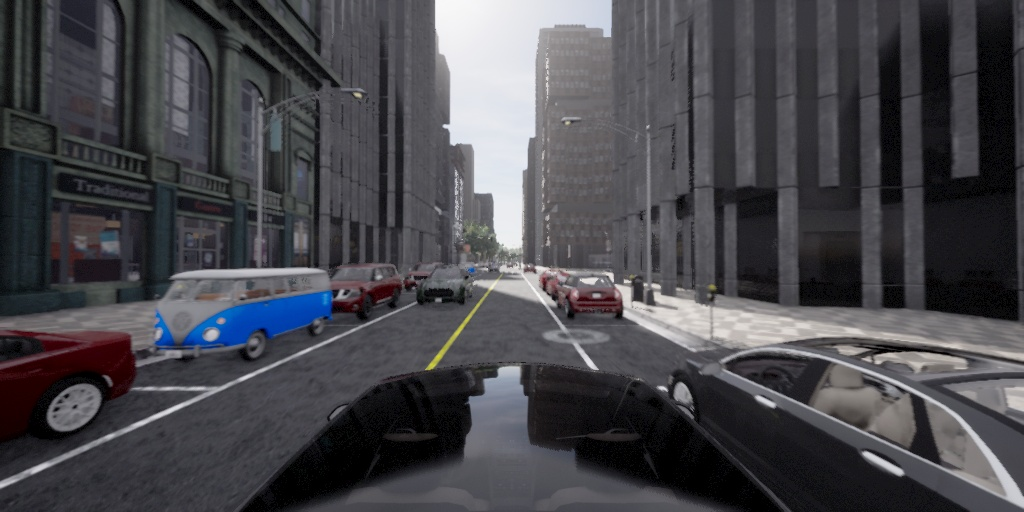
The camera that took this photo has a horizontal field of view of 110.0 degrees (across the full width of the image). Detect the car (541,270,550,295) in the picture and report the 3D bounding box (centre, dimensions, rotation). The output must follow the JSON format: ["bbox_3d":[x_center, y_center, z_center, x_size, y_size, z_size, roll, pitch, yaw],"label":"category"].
[{"bbox_3d":[2.767,1.556,19.081,1.802,1.307,4.207,0,0,0],"label":"car"}]

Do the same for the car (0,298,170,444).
[{"bbox_3d":[-5.763,1.309,2.755,1.888,1.381,4.507,0,0,0],"label":"car"}]

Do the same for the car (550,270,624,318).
[{"bbox_3d":[2.766,1.343,13.640,1.967,1.591,4.097,0,0,0],"label":"car"}]

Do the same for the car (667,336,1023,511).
[{"bbox_3d":[2.763,1.314,2.760,2.007,1.370,4.403,0,0,0],"label":"car"}]

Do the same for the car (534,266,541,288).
[{"bbox_3d":[2.769,1.589,24.520,1.888,1.381,4.507,0,0,0],"label":"car"}]

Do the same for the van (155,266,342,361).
[{"bbox_3d":[-5.761,1.175,8.196,1.690,1.789,3.998,0,0,0],"label":"van"}]

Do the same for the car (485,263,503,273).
[{"bbox_3d":[-2.983,2.241,60.519,1.895,1.301,4.718,0,-1,0],"label":"car"}]

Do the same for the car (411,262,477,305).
[{"bbox_3d":[-3.096,1.304,17.360,2.097,1.767,4.553,0,-1,0],"label":"car"}]

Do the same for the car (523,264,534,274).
[{"bbox_3d":[2.778,1.962,57.158,1.967,1.591,4.097,0,0,0],"label":"car"}]

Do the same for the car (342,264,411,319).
[{"bbox_3d":[-5.760,1.219,13.637,2.192,1.841,5.009,0,0,0],"label":"car"}]
